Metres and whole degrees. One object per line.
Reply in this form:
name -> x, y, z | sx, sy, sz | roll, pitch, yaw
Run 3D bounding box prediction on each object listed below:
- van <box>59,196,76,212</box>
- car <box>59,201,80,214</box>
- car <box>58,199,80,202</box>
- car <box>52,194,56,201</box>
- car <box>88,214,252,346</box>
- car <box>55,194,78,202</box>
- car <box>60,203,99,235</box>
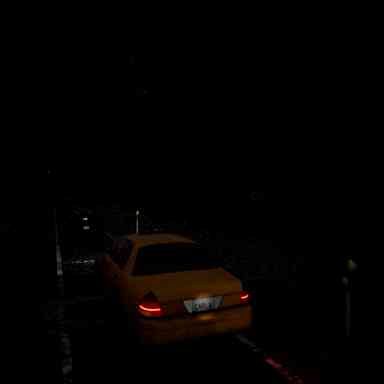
van -> -14.640, 1.342, 39.064 | 1.690, 1.788, 3.998 | 0, 0, -23
car -> -8.260, 1.551, 23.771 | 2.008, 1.369, 4.403 | 0, 0, -23
car -> -10.387, 1.567, 28.868 | 1.947, 1.339, 4.313 | 0, 0, -23
car -> -31.802, 1.469, 79.461 | 1.967, 1.590, 4.097 | 0, 0, -24
car -> -0.841, 1.457, 6.743 | 1.801, 1.575, 5.366 | 0, 0, -23
car -> -12.514, 1.316, 33.967 | 2.192, 1.841, 5.009 | 0, 0, -23
car -> -6.134, 1.551, 18.673 | 2.008, 1.369, 4.403 | 0, 0, -23
